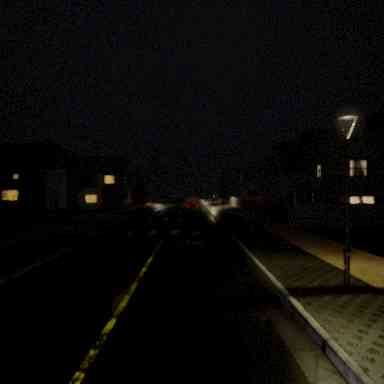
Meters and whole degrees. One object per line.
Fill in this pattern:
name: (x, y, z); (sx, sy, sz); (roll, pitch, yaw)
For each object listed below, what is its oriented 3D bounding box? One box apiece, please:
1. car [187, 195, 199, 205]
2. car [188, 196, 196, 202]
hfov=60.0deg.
car: (0.112, 1.332, 60.421); (2.097, 1.767, 4.553); (0, 0, 0)
car: (0.015, 1.614, 75.318); (1.895, 1.301, 4.718); (0, 0, 0)
